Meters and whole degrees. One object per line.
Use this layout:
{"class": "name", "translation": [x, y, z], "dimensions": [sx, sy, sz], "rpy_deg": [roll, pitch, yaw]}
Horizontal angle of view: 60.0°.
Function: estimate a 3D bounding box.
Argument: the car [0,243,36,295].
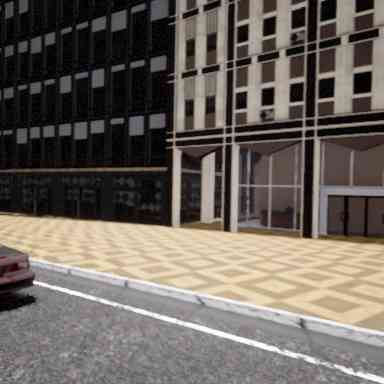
{"class": "car", "translation": [-5.772, 1.493, 7.481], "dimensions": [5.357, 1.411, 2.033], "rpy_deg": [0, 0, 33]}
